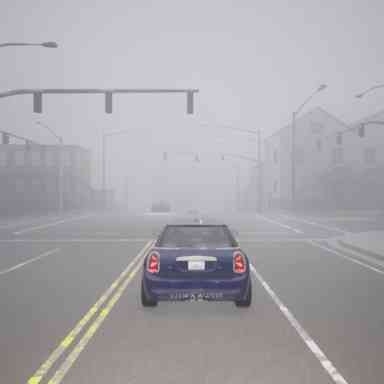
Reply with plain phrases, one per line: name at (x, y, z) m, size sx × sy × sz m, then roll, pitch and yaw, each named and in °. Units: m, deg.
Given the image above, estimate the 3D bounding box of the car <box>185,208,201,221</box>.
car at (0.128, 3.359, 48.938) m, size 2.128 × 1.511 × 4.902 m, roll 0°, pitch -8°, yaw -1°

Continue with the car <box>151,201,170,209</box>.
car at (-3.378, 1.624, 36.023) m, size 1.994 × 1.385 × 4.181 m, roll 0°, pitch -6°, yaw -3°

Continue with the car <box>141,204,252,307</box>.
car at (0.095, 1.349, 8.141) m, size 2.097 × 1.767 × 4.553 m, roll 0°, pitch 0°, yaw 0°
